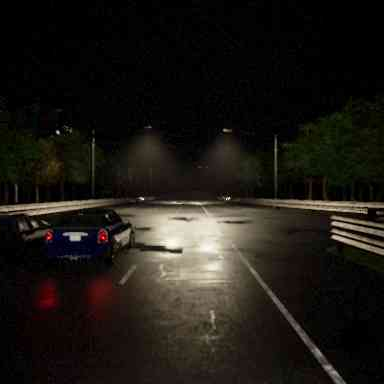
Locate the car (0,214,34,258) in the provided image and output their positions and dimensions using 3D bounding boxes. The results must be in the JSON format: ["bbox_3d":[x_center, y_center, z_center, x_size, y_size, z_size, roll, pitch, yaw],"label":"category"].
[{"bbox_3d":[-6.902,1.573,12.861,2.033,1.411,5.357,0,0,0],"label":"car"}]

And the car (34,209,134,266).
[{"bbox_3d":[-3.403,1.374,11.812,2.097,1.767,4.553,0,0,0],"label":"car"}]
